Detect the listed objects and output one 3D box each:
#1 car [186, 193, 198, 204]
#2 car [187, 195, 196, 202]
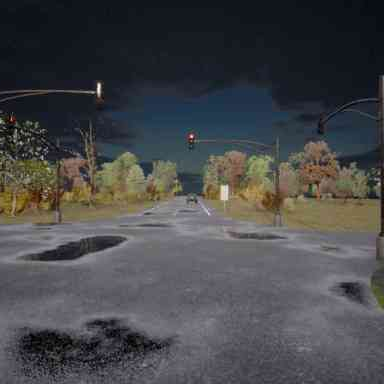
[{"bbox_3d":[-0.012,1.293,67.602,2.150,2.045,5.566,0,0,0],"label":"car"},{"bbox_3d":[-0.015,1.465,77.993,2.033,1.411,5.357,0,0,0],"label":"car"}]
